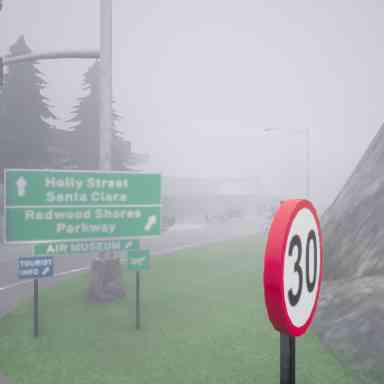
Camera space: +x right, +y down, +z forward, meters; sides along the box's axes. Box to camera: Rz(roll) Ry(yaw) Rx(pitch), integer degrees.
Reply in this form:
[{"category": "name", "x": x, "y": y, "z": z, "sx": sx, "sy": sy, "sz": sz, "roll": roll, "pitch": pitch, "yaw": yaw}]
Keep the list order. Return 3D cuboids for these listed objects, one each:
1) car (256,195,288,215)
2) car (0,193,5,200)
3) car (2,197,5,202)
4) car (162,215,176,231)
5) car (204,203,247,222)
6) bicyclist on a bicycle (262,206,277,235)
[{"category": "car", "x": 9.026, "y": 1.413, "z": 36.639, "sx": 2.150, "sy": 2.045, "sz": 5.566, "roll": 0, "pitch": 0, "yaw": 36}, {"category": "car", "x": -38.316, "y": 1.489, "z": 70.119, "sx": 4.514, "sy": 1.523, "sz": 2.007, "roll": 0, "pitch": 0, "yaw": 35}, {"category": "car", "x": -12.266, "y": 1.505, "z": 26.086, "sx": 1.905, "sy": 1.878, "sz": 3.866, "roll": 0, "pitch": 0, "yaw": 35}, {"category": "car", "x": -3.145, "y": 1.792, "z": 20.044, "sx": 1.895, "sy": 1.301, "sz": 4.718, "roll": 0, "pitch": 0, "yaw": 36}, {"category": "car", "x": 2.902, "y": 1.683, "z": 28.298, "sx": 2.128, "sy": 1.511, "sz": 4.902, "roll": 0, "pitch": 0, "yaw": 36}, {"category": "bicyclist on a bicycle", "x": 4.672, "y": 1.643, "z": 18.706, "sx": 1.656, "sy": 1.620, "sz": 0.582, "roll": 0, "pitch": 0, "yaw": 36}]
